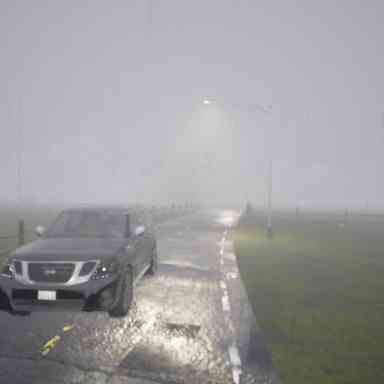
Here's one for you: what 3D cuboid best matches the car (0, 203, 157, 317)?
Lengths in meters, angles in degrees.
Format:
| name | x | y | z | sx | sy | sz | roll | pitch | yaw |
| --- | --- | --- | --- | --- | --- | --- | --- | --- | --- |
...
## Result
| name | x | y | z | sx | sy | sz | roll | pitch | yaw |
| --- | --- | --- | --- | --- | --- | --- | --- | --- | --- |
| car | -2.201 | 1.321 | 8.063 | 2.150 | 2.045 | 5.566 | 0 | -1 | 2 |
